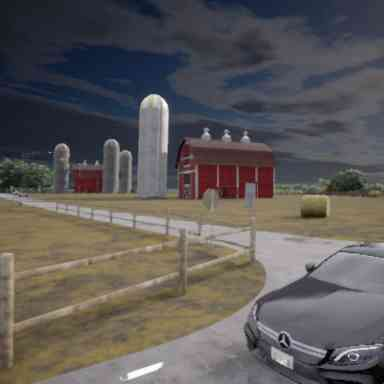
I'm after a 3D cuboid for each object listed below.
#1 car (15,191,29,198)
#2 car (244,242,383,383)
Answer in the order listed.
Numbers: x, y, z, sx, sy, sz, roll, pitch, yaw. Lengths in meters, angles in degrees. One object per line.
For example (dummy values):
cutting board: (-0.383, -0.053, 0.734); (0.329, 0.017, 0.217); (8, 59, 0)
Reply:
car: (-41.906, 0.715, 82.791); (1.895, 1.301, 4.718); (2, 0, -35)
car: (2.882, 1.553, 4.981); (4.674, 1.442, 1.812); (0, 1, -35)
